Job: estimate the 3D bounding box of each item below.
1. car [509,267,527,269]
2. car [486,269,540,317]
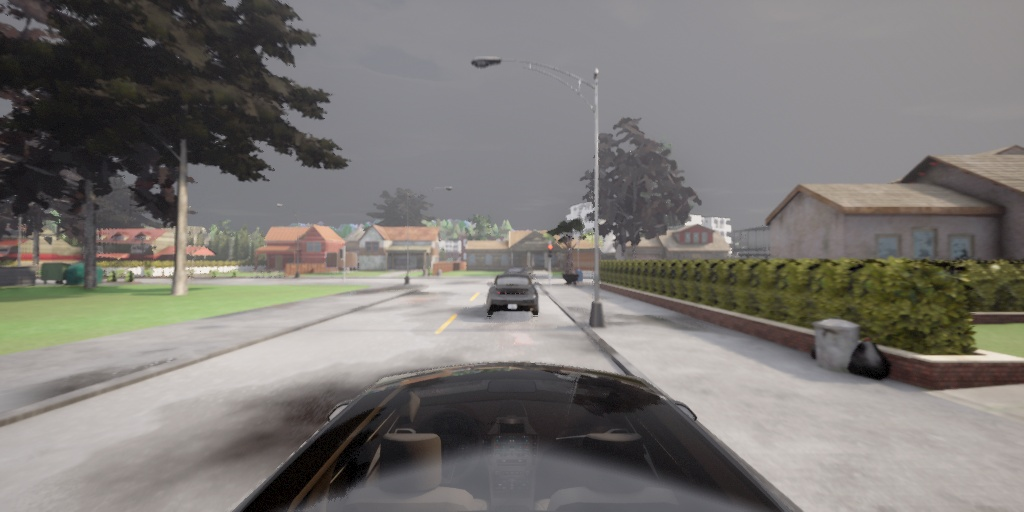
[{"bbox_3d":[0.629,1.618,29.023,2.128,1.511,4.902,0,-1,12],"label":"car"},{"bbox_3d":[0.043,1.426,14.100,1.837,1.490,4.892,0,-1,1],"label":"car"}]
